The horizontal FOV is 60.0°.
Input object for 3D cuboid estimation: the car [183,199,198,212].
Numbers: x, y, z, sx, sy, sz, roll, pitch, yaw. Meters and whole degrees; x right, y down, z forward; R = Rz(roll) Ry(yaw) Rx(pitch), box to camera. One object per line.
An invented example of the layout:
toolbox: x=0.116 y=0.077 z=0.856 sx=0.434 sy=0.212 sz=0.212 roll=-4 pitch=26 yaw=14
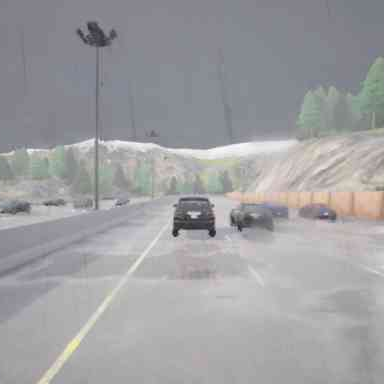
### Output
car: x=-0.269 y=1.639 z=41.851 sx=1.812 sy=1.442 sz=4.674 roll=0 pitch=0 yaw=-1

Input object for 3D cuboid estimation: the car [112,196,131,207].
car: x=-11.191 y=1.641 z=54.377 sx=1.837 sy=1.490 sz=4.892 roll=0 pitch=0 yaw=-1

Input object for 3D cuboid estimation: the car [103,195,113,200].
car: x=-18.601 y=1.243 z=74.223 sx=1.882 sy=1.535 sz=5.008 roll=0 pitch=0 yaw=-1

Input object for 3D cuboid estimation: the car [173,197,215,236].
car: x=0.100 y=1.274 z=18.789 sx=2.150 sy=2.045 sz=5.566 roll=0 pitch=0 yaw=0

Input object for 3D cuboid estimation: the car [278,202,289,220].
car: x=7.008 y=1.577 z=29.326 sx=1.882 sy=1.535 sz=5.008 roll=0 pitch=0 yaw=-1

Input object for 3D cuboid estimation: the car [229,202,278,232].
car: x=3.587 y=1.418 z=20.828 sx=2.097 sy=1.767 sz=4.553 roll=0 pitch=0 yaw=0

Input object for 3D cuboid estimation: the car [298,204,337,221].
car: x=10.512 y=1.670 z=28.128 sx=1.994 sy=1.385 sz=4.181 roll=0 pitch=0 yaw=-1

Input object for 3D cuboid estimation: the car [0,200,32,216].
car: x=-17.759 y=1.534 z=33.136 sx=2.128 sy=1.511 sz=4.902 roll=0 pitch=0 yaw=-1

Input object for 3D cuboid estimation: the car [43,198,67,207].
car: x=-21.648 y=1.631 z=52.862 sx=2.033 sy=1.411 sz=5.357 roll=0 pitch=0 yaw=-1

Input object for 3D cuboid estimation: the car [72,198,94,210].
car: x=-14.503 y=1.585 z=44.576 sx=1.837 sy=1.490 sz=4.892 roll=0 pitch=0 yaw=-1
